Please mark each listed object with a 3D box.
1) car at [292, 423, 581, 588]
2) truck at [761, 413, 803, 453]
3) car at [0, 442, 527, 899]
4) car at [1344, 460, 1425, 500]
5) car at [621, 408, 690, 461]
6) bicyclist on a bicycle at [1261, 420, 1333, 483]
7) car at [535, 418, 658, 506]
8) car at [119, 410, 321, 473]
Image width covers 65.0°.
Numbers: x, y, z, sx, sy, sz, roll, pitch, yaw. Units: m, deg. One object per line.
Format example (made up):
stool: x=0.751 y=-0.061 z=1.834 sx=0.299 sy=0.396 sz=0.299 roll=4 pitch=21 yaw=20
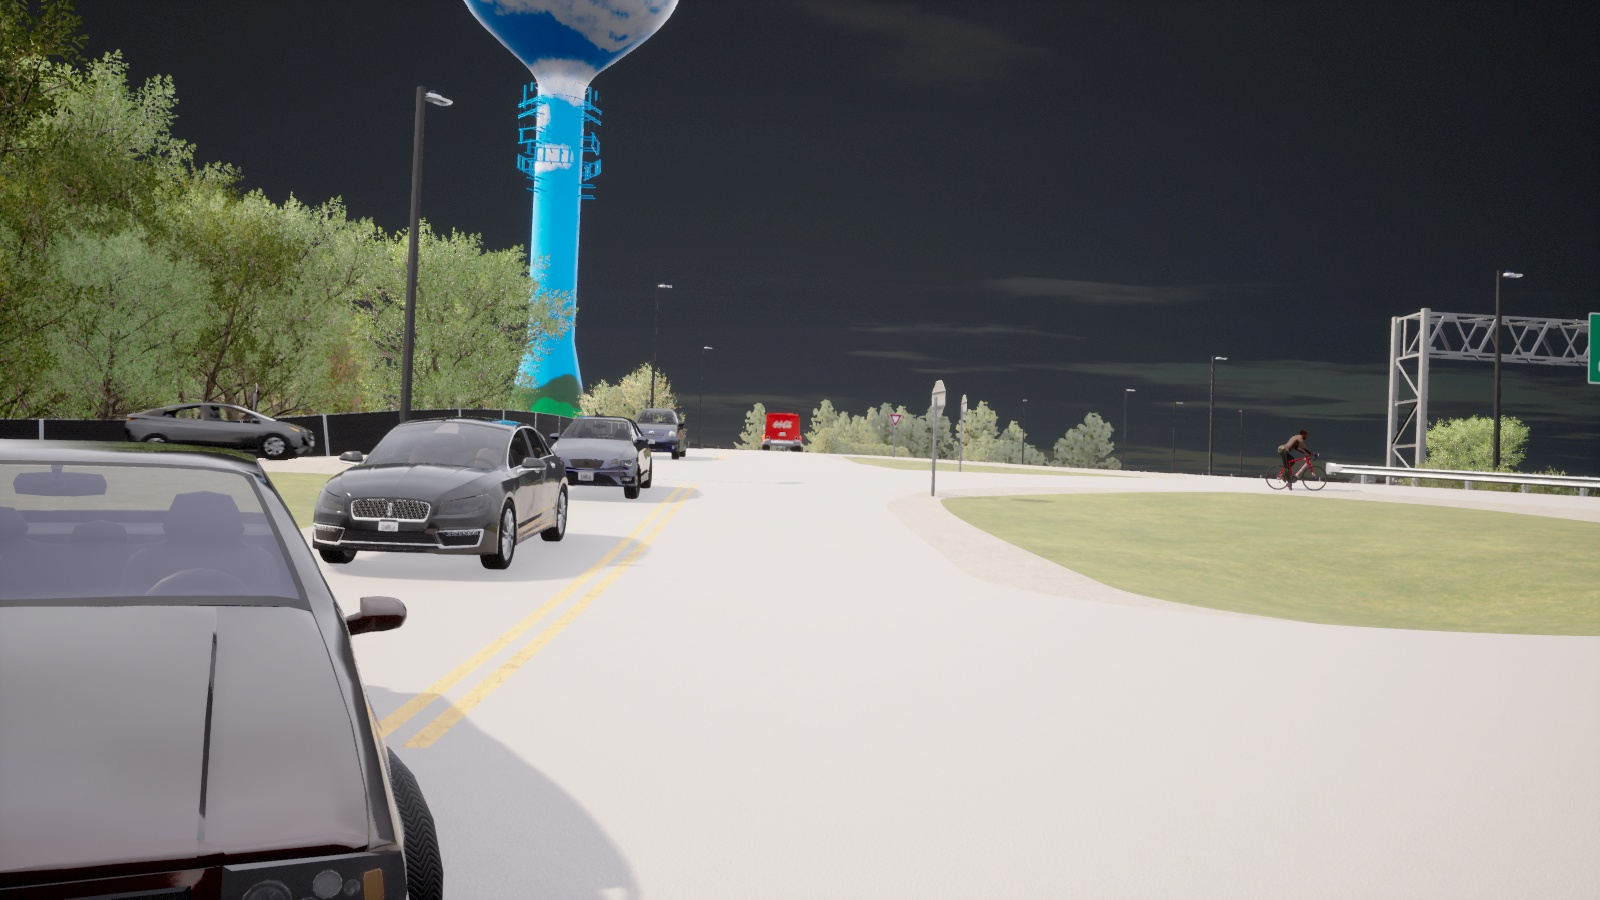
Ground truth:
car: x=-3.830 y=0.468 z=14.198 sx=1.837 sy=1.490 sz=4.892 roll=1 pitch=2 yaw=0
truck: x=-1.244 y=-1.081 z=83.366 sx=2.627 sy=2.467 sz=5.204 roll=1 pitch=-1 yaw=-2
car: x=-2.553 y=0.719 z=4.461 sx=2.033 sy=1.411 sz=5.357 roll=1 pitch=1 yaw=-24
car: x=28.821 y=1.479 z=62.083 sx=1.932 sy=1.855 sz=4.605 roll=1 pitch=-1 yaw=1
car: x=-4.682 y=-0.516 z=41.172 sx=1.851 sy=1.617 sz=3.988 roll=1 pitch=1 yaw=-1
bicyclist on a bicycle: x=13.159 y=0.034 z=33.265 sx=1.656 sy=1.620 sz=0.582 roll=1 pitch=1 yaw=0
car: x=-3.839 y=0.155 z=24.277 sx=1.816 sy=1.474 sz=4.193 roll=1 pitch=2 yaw=-2
car: x=-15.186 y=-0.229 z=33.157 sx=4.514 sy=1.525 sz=2.007 roll=-1 pitch=0 yaw=-14
